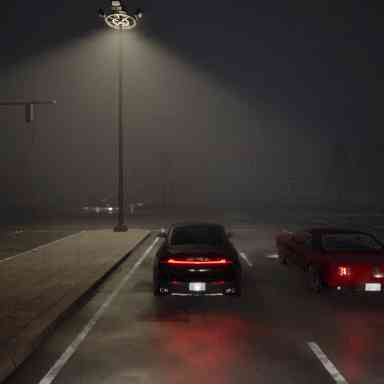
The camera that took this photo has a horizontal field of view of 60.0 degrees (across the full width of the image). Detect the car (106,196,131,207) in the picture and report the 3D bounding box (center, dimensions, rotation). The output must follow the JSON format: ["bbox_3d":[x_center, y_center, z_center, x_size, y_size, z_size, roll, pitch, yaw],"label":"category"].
[{"bbox_3d":[-11.275,1.601,51.386,1.895,1.301,4.718,0,0,0],"label":"car"}]

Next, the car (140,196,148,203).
[{"bbox_3d":[-11.068,1.595,69.369,1.895,1.301,4.718,0,0,0],"label":"car"}]

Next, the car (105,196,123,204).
[{"bbox_3d":[-14.651,1.547,62.870,2.033,1.411,5.357,0,0,1],"label":"car"}]

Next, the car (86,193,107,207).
[{"bbox_3d":[-14.768,1.221,51.935,2.150,2.045,5.566,0,0,0],"label":"car"}]

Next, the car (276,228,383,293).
[{"bbox_3d":[3.629,1.601,8.827,1.895,1.301,4.718,0,0,1],"label":"car"}]

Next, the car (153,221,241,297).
[{"bbox_3d":[0.125,1.505,8.582,1.837,1.490,4.892,0,0,1],"label":"car"}]

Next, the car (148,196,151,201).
[{"bbox_3d":[-11.001,1.551,79.221,1.994,1.385,4.181,0,0,0],"label":"car"}]

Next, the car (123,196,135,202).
[{"bbox_3d":[-14.516,1.552,77.265,1.994,1.385,4.181,0,0,0],"label":"car"}]

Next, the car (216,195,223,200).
[{"bbox_3d":[7.844,1.552,94.728,1.994,1.385,4.181,0,0,2],"label":"car"}]

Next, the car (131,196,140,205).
[{"bbox_3d":[-11.194,1.504,60.396,1.837,1.490,4.892,0,0,1],"label":"car"}]
